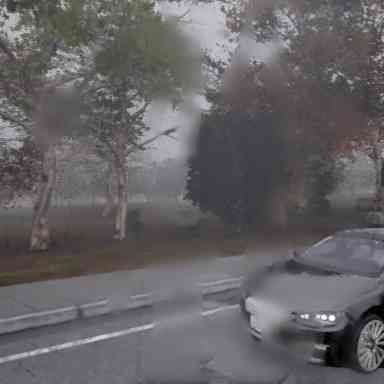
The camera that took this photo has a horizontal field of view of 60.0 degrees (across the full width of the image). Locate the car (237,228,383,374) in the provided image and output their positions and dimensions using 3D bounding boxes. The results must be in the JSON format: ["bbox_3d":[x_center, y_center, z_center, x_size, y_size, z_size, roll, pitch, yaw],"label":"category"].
[{"bbox_3d":[2.991,1.415,5.509,4.902,1.511,2.128,-1,1,-30],"label":"car"}]
